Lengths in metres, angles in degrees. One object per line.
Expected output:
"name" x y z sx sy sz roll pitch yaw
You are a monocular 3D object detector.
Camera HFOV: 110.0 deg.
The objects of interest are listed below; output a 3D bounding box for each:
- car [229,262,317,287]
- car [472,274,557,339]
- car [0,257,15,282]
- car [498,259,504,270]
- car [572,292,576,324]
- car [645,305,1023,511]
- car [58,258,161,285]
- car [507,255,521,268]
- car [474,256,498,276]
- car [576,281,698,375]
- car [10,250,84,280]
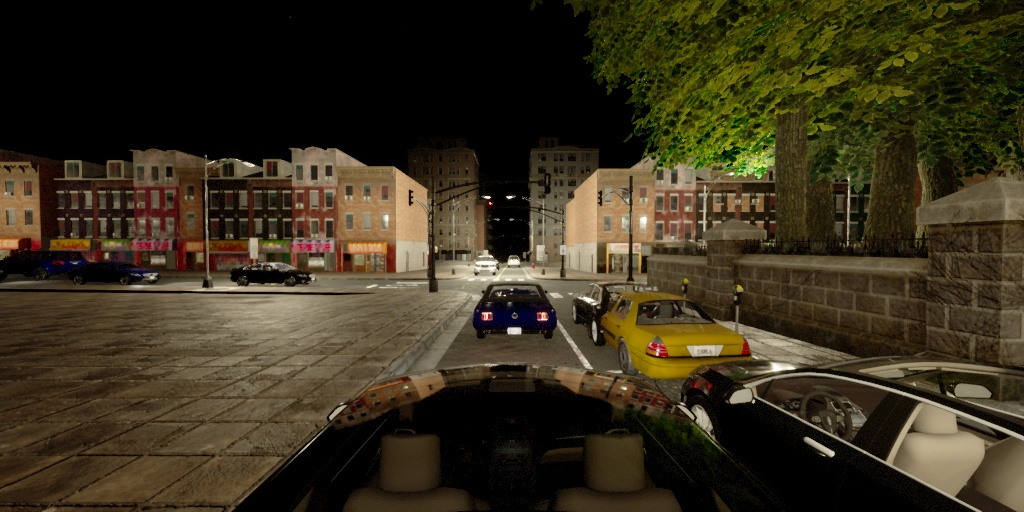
"car" -15.036 1.160 22.700 4.902 1.511 2.128 1 1 0
"car" 0.071 1.349 10.046 1.895 1.301 4.718 0 0 0
"car" -35.285 0.969 22.745 4.674 1.442 1.812 1 1 1
"car" -2.658 1.323 51.939 2.033 1.411 5.357 0 0 0
"car" 2.657 1.299 9.243 2.007 1.370 4.403 0 0 0
"car" 2.637 1.300 2.107 2.007 1.370 4.403 0 0 0
"car" -25.142 1.083 22.718 4.674 1.442 1.812 1 1 0
"car" 0.375 1.011 63.714 2.150 2.045 5.566 0 0 0
"car" -2.798 0.982 38.284 2.150 2.045 5.566 0 0 -2
"car" 2.684 1.274 7.269 1.751 1.417 4.829 0 0 0
"car" -33.915 0.616 25.673 5.566 2.045 2.150 1 1 0
